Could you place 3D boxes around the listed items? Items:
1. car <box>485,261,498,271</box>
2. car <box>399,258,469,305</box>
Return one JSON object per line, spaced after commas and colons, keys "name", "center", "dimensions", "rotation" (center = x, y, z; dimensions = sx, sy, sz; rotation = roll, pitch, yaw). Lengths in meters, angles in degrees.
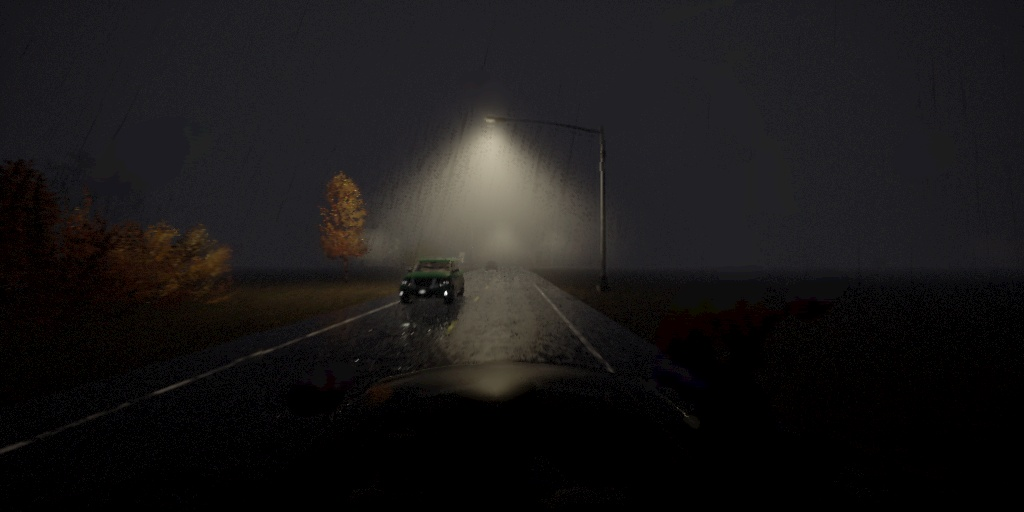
{"name": "car", "center": [-3.542, 1.620, 63.019], "dimensions": [2.097, 1.767, 4.553], "rotation": [0, -1, 1]}
{"name": "car", "center": [-3.602, 1.097, 17.184], "dimensions": [2.150, 2.045, 5.566], "rotation": [0, 0, 0]}
